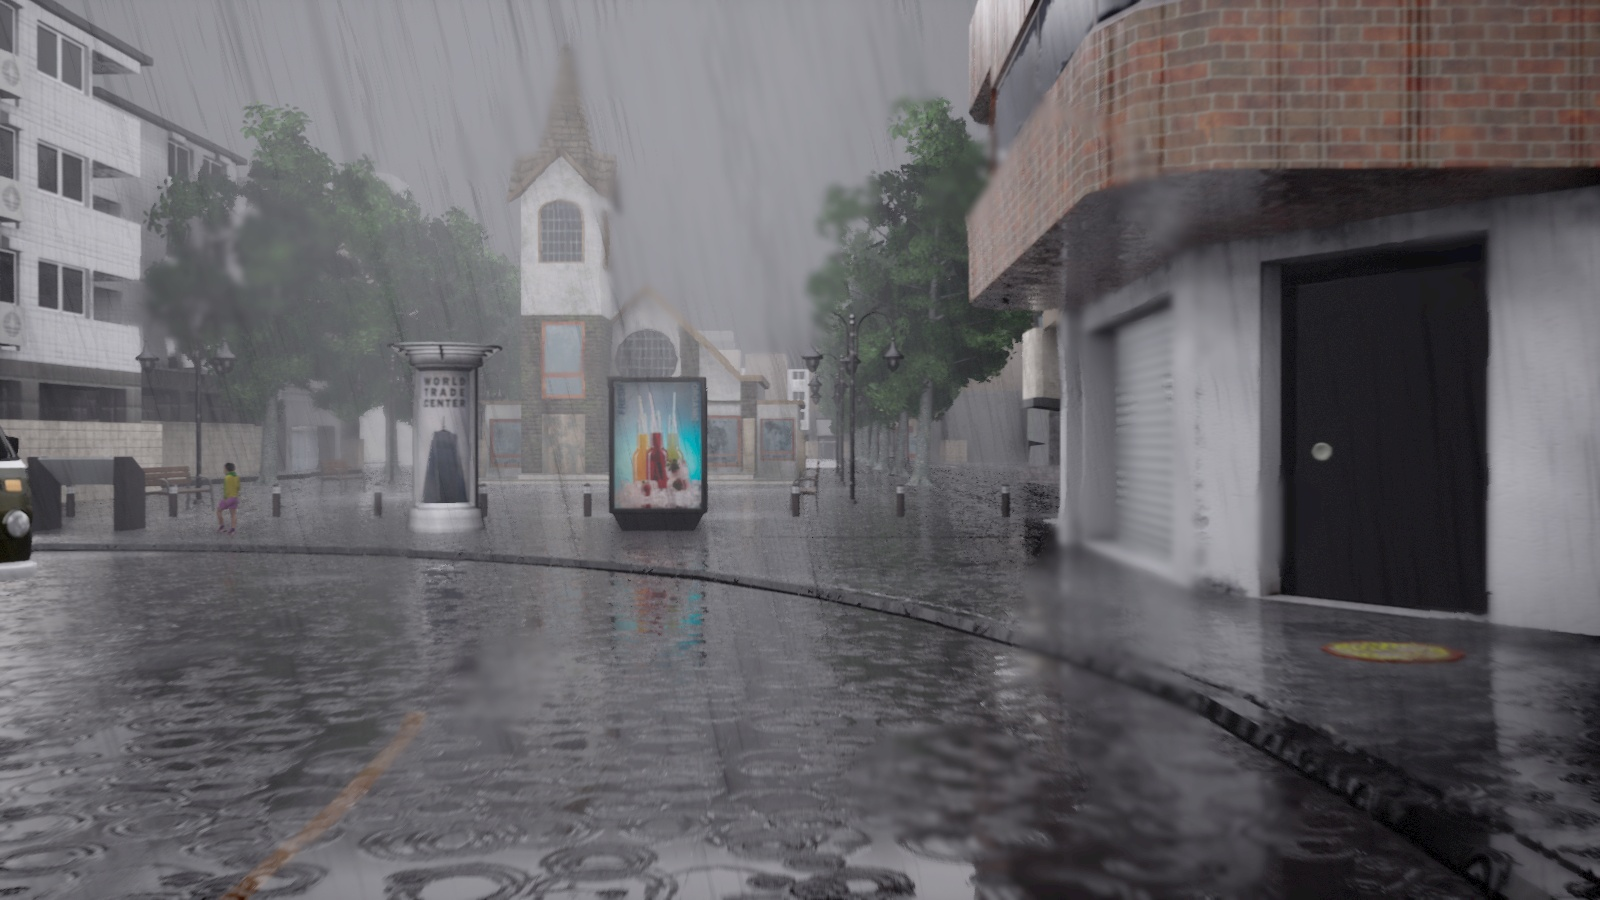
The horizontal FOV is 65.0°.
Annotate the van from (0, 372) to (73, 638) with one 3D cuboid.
[{"bbox_3d":[-8.374,0.409,10.088,4.480,2.038,2.069,0,-1,23],"label":"van"}]

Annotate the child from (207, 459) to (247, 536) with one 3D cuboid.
[{"bbox_3d":[-8.767,0.723,19.212,0.473,1.160,0.299,0,0,19],"label":"child"}]
